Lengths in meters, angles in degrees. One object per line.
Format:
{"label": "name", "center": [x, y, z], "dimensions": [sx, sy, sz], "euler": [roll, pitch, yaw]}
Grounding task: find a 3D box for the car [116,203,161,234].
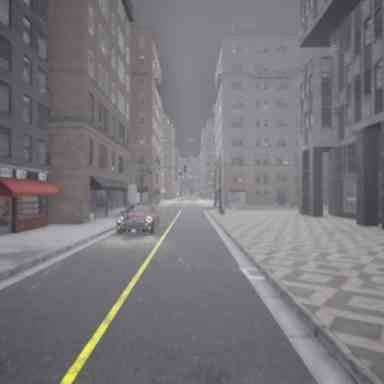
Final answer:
{"label": "car", "center": [-3.104, 1.493, 19.973], "dimensions": [2.097, 1.767, 4.553], "euler": [0, 0, 0]}
